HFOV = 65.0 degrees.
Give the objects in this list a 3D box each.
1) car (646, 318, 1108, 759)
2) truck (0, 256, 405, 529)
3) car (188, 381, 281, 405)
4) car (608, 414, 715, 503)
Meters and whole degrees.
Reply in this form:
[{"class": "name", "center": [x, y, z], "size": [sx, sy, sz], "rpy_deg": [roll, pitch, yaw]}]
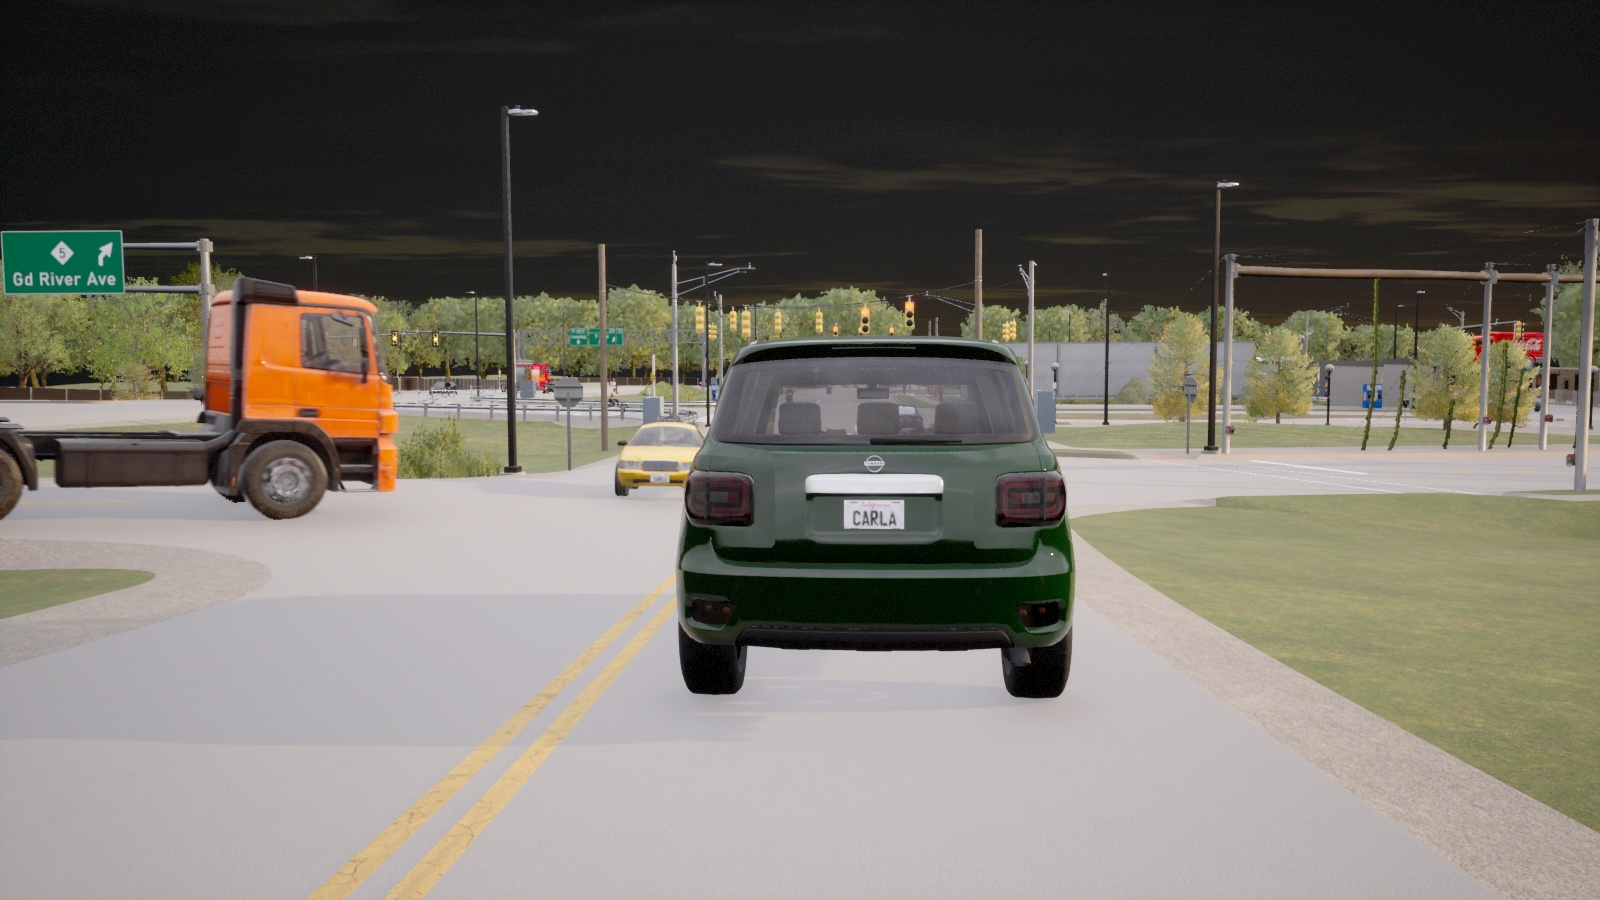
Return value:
[{"class": "car", "center": [0.505, 0.363, 8.656], "size": [2.150, 2.045, 5.566], "rpy_deg": [0, 1, 3]}, {"class": "truck", "center": [-10.067, -0.811, 17.793], "size": [7.936, 3.462, 2.891], "rpy_deg": [0, 4, -37]}, {"class": "car", "center": [-35.955, -3.657, 79.904], "size": [4.902, 1.511, 2.128], "rpy_deg": [0, 3, 3]}, {"class": "car", "center": [-2.703, 0.078, 25.528], "size": [1.801, 1.575, 5.366], "rpy_deg": [2, 1, -3]}]
